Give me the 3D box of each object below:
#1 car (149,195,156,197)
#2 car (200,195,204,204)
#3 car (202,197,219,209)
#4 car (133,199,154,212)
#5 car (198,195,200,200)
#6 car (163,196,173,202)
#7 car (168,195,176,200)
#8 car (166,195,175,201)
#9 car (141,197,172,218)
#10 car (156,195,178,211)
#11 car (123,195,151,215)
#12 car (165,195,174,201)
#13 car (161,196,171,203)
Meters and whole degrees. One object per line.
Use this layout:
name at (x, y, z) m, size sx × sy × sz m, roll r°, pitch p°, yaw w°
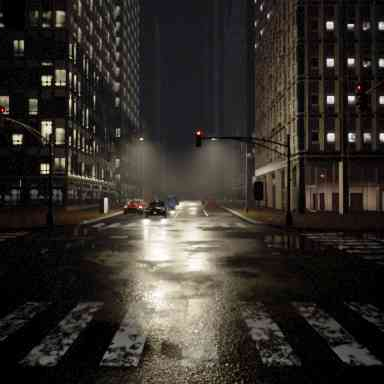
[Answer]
car at (-5.698, 1.332, 44.929) m, size 2.192 × 1.841 × 5.009 m, roll 1°, pitch 0°, yaw 0°
car at (2.672, 1.547, 56.321) m, size 1.752 × 1.417 × 4.829 m, roll 1°, pitch 0°, yaw 0°
car at (2.677, 1.599, 44.996) m, size 1.802 × 1.307 × 4.206 m, roll 1°, pitch 0°, yaw 0°
car at (-5.700, 1.597, 39.354) m, size 1.802 × 1.307 × 4.206 m, roll 1°, pitch 0°, yaw 0°
car at (2.668, 1.590, 61.729) m, size 1.947 × 1.339 × 4.313 m, roll 1°, pitch 0°, yaw 0°
car at (-5.722, 1.582, 78.380) m, size 2.008 × 1.369 × 4.403 m, roll 1°, pitch 0°, yaw 0°
car at (-5.732, 1.605, 95.105) m, size 1.947 × 1.339 × 4.313 m, roll 1°, pitch 0°, yaw 0°
car at (-5.729, 1.587, 89.530) m, size 2.008 × 1.369 × 4.403 m, roll 1°, pitch 0°, yaw 0°
car at (-3.116, 1.516, 30.362) m, size 1.837 × 1.490 × 4.892 m, roll 0°, pitch 0°, yaw 0°
car at (-3.121, 1.494, 42.226) m, size 1.882 × 1.535 × 5.008 m, roll 0°, pitch 0°, yaw 0°
car at (-5.693, 1.453, 33.779) m, size 1.967 × 1.590 × 4.097 m, roll 1°, pitch 0°, yaw 0°
car at (-5.725, 1.579, 83.955) m, size 1.887 × 1.381 × 4.507 m, roll 1°, pitch 0°, yaw 0°
car at (-5.719, 1.574, 72.805) m, size 1.887 × 1.381 × 4.507 m, roll 1°, pitch 0°, yaw 0°
